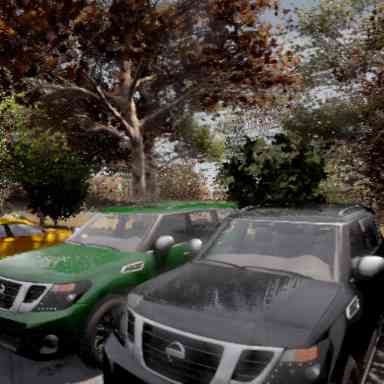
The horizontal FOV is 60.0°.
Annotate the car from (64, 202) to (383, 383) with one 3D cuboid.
[{"bbox_3d":[1.417,1.231,4.715,2.435,2.045,5.566,0,0,35],"label":"car"}]

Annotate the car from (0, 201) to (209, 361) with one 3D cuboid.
[{"bbox_3d":[-0.838,1.235,6.324,2.435,2.045,5.566,0,0,35],"label":"car"}]
